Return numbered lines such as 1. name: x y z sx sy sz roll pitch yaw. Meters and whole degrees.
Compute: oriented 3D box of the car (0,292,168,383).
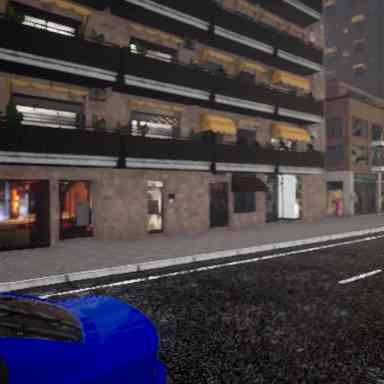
1. car: -2.536 1.498 1.899 5.008 1.535 1.882 0 0 -35
